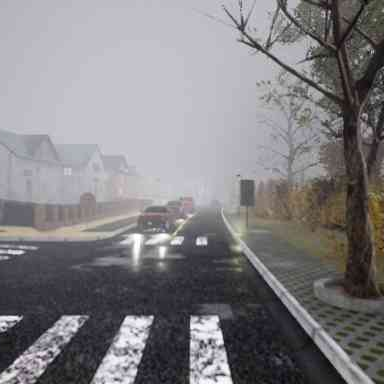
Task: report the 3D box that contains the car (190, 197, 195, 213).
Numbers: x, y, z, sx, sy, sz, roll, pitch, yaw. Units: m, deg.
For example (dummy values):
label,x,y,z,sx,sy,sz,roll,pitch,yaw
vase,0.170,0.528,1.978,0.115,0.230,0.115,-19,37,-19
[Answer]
label,x,y,z,sx,sy,sz,roll,pitch,yaw
car,-0.840,1.630,43.508,2.150,2.045,5.566,0,-1,5

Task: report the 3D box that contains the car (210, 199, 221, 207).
label,x,y,z,sx,sy,sz,roll,pitch,yaw
car,4.738,2.197,66.690,1.882,1.535,5.008,0,-1,8

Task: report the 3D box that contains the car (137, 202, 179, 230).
label,x,y,z,sx,sy,sz,roll,pitch,yaw
car,-2.325,1.645,22.445,1.882,1.535,5.008,0,-1,5

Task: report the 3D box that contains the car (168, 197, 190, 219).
label,x,y,z,sx,sy,sz,roll,pitch,yaw
car,-1.677,1.623,32.681,2.097,1.767,4.553,0,-1,4
